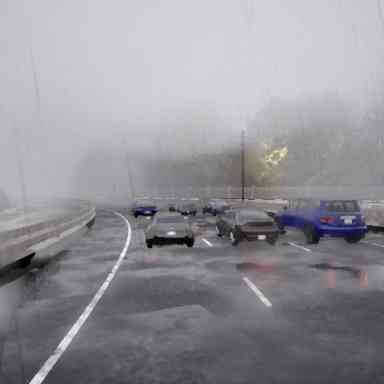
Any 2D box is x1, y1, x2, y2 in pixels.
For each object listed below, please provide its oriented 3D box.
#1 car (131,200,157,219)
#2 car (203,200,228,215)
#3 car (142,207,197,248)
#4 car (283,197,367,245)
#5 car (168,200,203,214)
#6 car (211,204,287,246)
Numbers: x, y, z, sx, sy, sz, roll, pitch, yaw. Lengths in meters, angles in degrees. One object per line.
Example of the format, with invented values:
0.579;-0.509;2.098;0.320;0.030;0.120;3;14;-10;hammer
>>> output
-4.332;1.483;29.736;1.882;1.535;5.008;0;0;-16;car
2.384;1.531;31.711;1.812;1.442;4.674;0;0;-16;car
-1.088;1.570;14.848;1.994;1.385;4.181;0;0;-8;car
5.836;1.256;15.876;2.150;2.045;5.566;0;0;-8;car
-0.974;1.493;30.724;2.128;1.511;4.902;0;0;-16;car
2.376;1.515;15.347;1.837;1.490;4.892;0;0;-8;car
